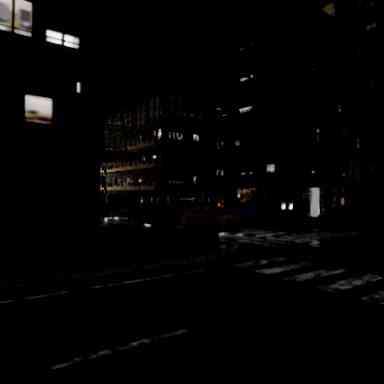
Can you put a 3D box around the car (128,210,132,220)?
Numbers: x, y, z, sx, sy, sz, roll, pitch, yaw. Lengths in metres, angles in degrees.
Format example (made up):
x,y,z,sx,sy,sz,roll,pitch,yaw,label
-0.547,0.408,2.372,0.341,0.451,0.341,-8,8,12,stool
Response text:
x,y,z,sx,sy,sz,roll,pitch,yaw,label
-4.655,2.074,32.518,1.994,1.385,4.181,0,-1,-37,car

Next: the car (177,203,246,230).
x,y,z,sx,sy,sz,roll,pitch,yaw,label
1.297,1.856,24.410,1.882,1.535,5.008,0,-1,-36,car

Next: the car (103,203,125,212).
x,y,z,sx,sy,sz,roll,pitch,yaw,label
-12.493,2.400,52.969,1.802,1.307,4.206,-1,0,-36,car

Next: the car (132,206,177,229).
x,y,z,sx,sy,sz,roll,pitch,yaw,label
-2.665,1.989,25.475,1.802,1.307,4.206,-1,0,-36,car

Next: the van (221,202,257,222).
x,y,z,sx,sy,sz,roll,pitch,yaw,label
4.078,1.792,30.392,1.690,1.788,3.998,-1,0,-36,van

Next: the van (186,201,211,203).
x,y,z,sx,sy,sz,roll,pitch,yaw,label
0.763,1.865,34.908,1.690,1.788,3.998,-1,0,-36,van

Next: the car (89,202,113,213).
x,y,z,sx,sy,sz,roll,pitch,yaw,label
-13.852,2.265,50.380,1.882,1.535,5.008,0,-1,-36,car

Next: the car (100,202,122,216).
x,y,z,sx,sy,sz,roll,pitch,yaw,label
-10.729,2.246,40.815,1.895,1.301,4.718,0,-1,-36,car
